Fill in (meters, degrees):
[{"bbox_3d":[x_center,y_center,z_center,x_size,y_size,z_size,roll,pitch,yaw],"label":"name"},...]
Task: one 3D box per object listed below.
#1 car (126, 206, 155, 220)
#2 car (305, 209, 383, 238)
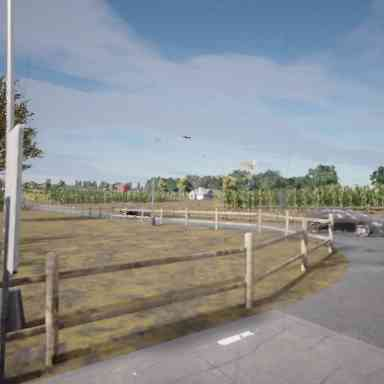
[{"bbox_3d":[-6.297,2.491,40.239,1.882,1.535,5.008,3,-3,-36],"label":"car"},{"bbox_3d":[8.806,1.730,19.140,2.128,1.511,4.902,3,-3,-36],"label":"car"}]
